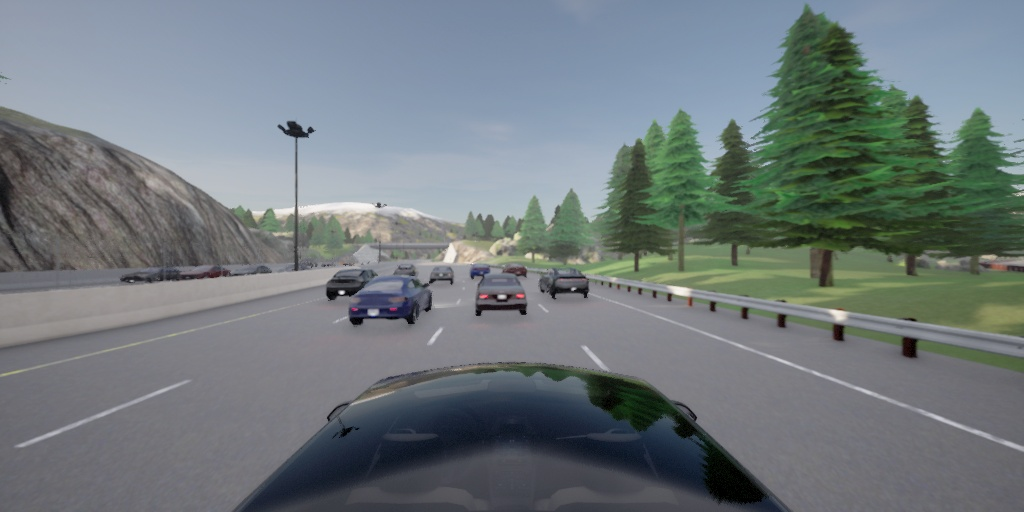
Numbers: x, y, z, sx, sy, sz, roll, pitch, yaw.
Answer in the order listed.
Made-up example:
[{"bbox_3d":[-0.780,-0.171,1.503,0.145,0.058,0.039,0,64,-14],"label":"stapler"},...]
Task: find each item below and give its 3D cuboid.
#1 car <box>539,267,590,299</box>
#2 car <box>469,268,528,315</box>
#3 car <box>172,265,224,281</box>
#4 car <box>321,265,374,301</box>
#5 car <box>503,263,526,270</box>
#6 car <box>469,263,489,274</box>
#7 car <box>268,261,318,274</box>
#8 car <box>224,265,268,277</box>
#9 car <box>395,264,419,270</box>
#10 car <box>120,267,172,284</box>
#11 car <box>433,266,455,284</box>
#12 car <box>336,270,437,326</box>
[{"bbox_3d":[2.616,1.338,18.871,2.128,1.511,4.902,0,0,-5],"label":"car"},{"bbox_3d":[-0.483,1.379,14.047,2.033,1.411,5.357,0,0,-4],"label":"car"},{"bbox_3d":[-27.675,1.565,32.546,1.882,1.535,5.008,0,0,-11],"label":"car"},{"bbox_3d":[-7.887,1.403,18.562,1.837,1.490,4.892,0,0,-5],"label":"car"},{"bbox_3d":[0.194,1.451,36.743,1.882,1.535,5.008,0,0,-10],"label":"car"},{"bbox_3d":[-3.299,1.466,36.415,1.882,1.535,5.008,0,0,-10],"label":"car"},{"bbox_3d":[-20.945,1.558,34.599,2.128,1.511,4.902,0,0,-11],"label":"car"},{"bbox_3d":[-24.334,1.583,33.714,1.837,1.490,4.892,0,0,-11],"label":"car"},{"bbox_3d":[-10.020,1.500,34.225,2.128,1.511,4.902,0,0,-10],"label":"car"},{"bbox_3d":[-31.005,1.645,31.413,2.033,1.411,5.357,0,0,-10],"label":"car"},{"bbox_3d":[-5.705,1.505,29.556,2.033,1.411,5.357,0,0,-8],"label":"car"},{"bbox_3d":[-3.874,1.361,11.992,1.812,1.442,4.674,0,0,-3],"label":"car"}]
